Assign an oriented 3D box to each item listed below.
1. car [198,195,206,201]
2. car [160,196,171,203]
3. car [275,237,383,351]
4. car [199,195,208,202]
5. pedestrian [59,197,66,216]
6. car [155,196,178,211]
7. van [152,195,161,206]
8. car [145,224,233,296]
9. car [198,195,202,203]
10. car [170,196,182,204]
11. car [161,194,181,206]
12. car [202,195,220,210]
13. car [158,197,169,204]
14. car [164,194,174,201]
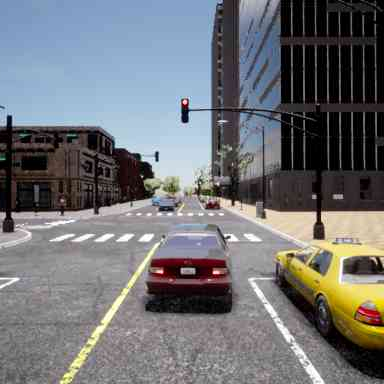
[{"bbox_3d":[2.683,1.580,88.434,1.887,1.381,4.507,1,0,0],"label":"car"},{"bbox_3d":[-5.694,1.594,71.840,1.947,1.339,4.313,1,0,0],"label":"car"},{"bbox_3d":[2.837,1.527,6.377,1.752,1.417,4.829,1,0,0],"label":"car"},{"bbox_3d":[2.686,1.556,77.534,1.752,1.417,4.829,1,0,0],"label":"car"},{"bbox_3d":[-12.551,1.369,32.147,0.375,1.860,0.375,0,0,1],"label":"pedestrian"},{"bbox_3d":[-3.132,1.562,41.139,2.033,1.411,5.357,0,0,-3],"label":"car"},{"bbox_3d":[-5.687,1.362,55.237,1.690,1.788,3.998,1,0,0],"label":"van"},{"bbox_3d":[0.074,1.550,8.828,2.033,1.411,5.357,0,0,3],"label":"car"},{"bbox_3d":[2.687,1.553,72.000,1.752,1.417,4.829,1,0,0],"label":"car"},{"bbox_3d":[-3.059,1.517,64.804,2.128,1.511,4.902,0,0,1],"label":"car"},{"bbox_3d":[-3.105,1.371,51.037,2.097,1.767,4.553,0,0,0],"label":"car"},{"bbox_3d":[2.694,1.456,44.155,1.967,1.590,4.097,1,0,0],"label":"car"},{"bbox_3d":[-5.693,1.607,66.306,1.802,1.307,4.206,1,0,0],"label":"car"},{"bbox_3d":[-5.692,1.348,82.909,2.192,1.841,5.009,1,0,0],"label":"car"}]
